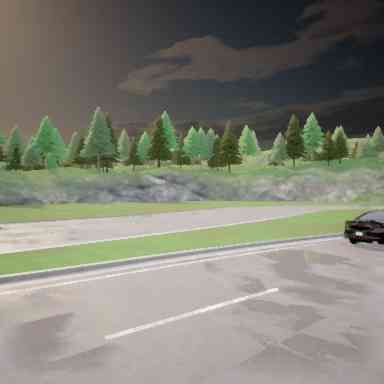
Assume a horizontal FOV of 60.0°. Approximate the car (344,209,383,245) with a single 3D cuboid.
[{"bbox_3d":[8.692,1.484,14.297,5.008,1.535,1.882,0,0,-30],"label":"car"}]
